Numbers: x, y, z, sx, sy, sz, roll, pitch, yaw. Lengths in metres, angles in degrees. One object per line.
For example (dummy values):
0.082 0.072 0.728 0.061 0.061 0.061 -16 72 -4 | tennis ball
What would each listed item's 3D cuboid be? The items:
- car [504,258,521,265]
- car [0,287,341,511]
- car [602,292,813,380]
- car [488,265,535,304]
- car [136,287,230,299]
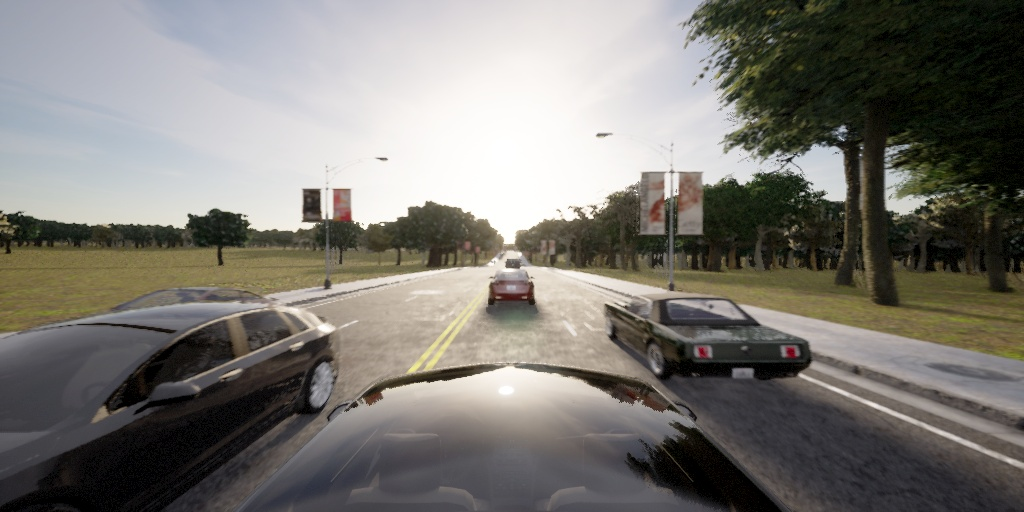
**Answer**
0.096 1.329 50.076 2.150 2.045 5.566 0 -1 0 | car
-3.349 1.261 3.223 1.837 1.490 4.892 0 0 0 | car
3.249 1.374 7.257 1.895 1.301 4.718 0 0 0 | car
-0.018 1.329 16.788 2.163 1.488 4.792 0 0 0 | car
-6.597 1.337 7.287 1.994 1.385 4.181 0 0 0 | car
